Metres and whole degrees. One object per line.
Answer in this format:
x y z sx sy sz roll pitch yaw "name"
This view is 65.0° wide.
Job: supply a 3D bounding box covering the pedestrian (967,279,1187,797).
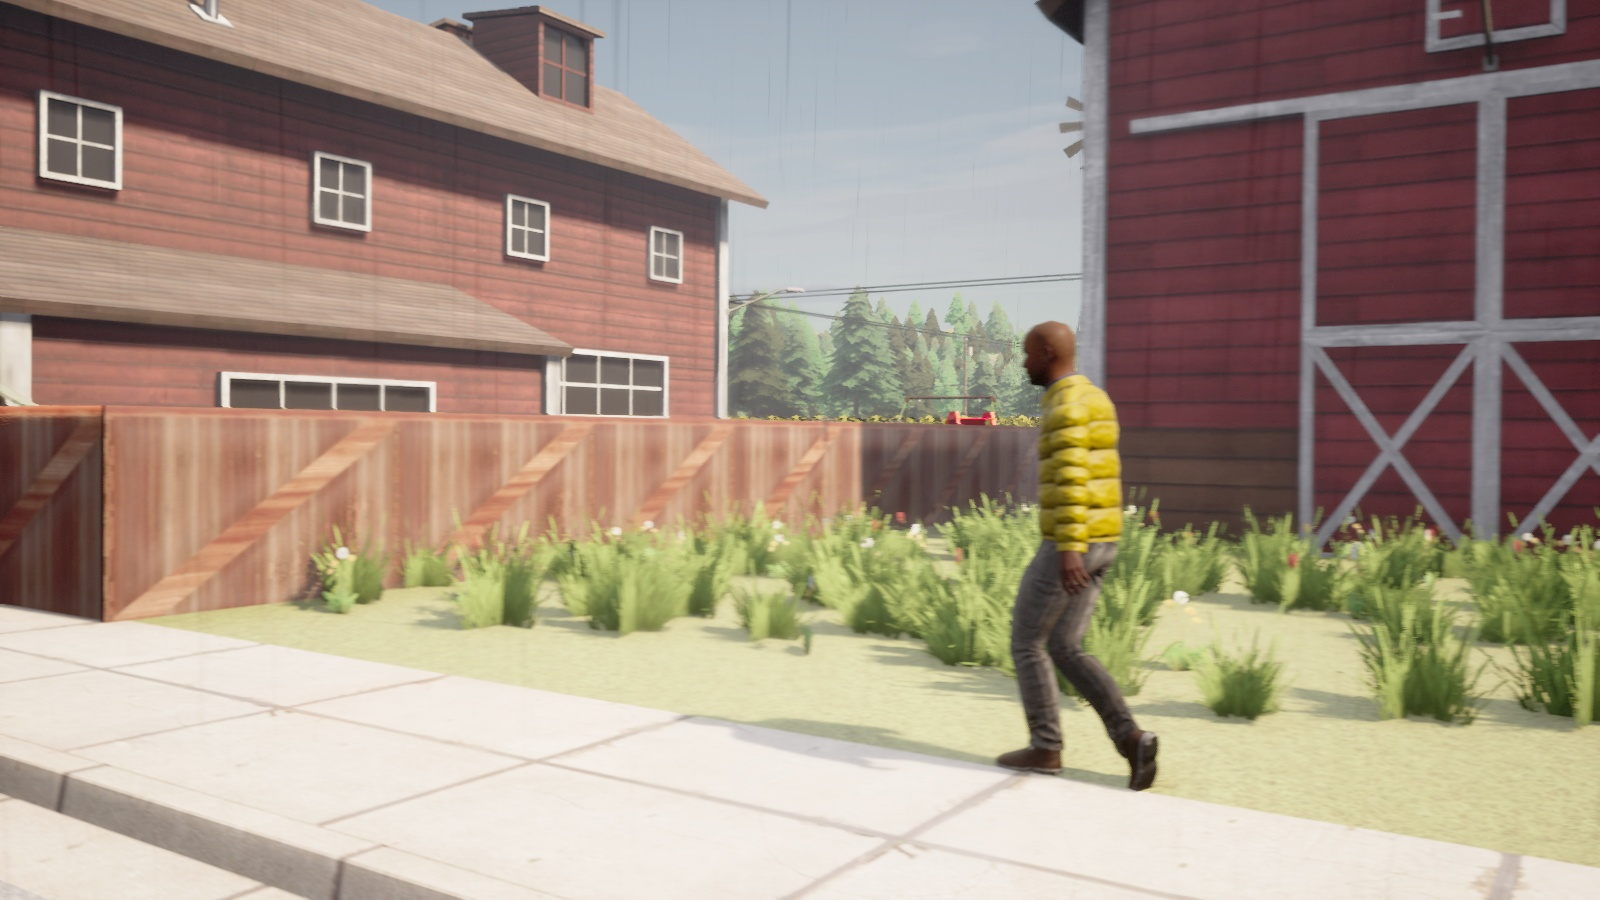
1.056 0.311 4.815 0.726 1.835 0.370 0 1 37 "pedestrian"
